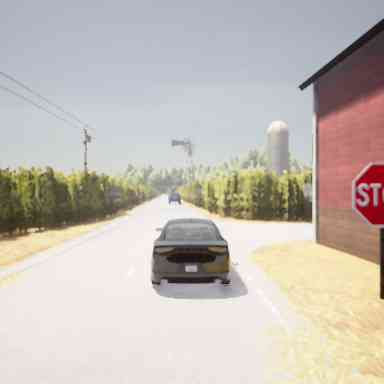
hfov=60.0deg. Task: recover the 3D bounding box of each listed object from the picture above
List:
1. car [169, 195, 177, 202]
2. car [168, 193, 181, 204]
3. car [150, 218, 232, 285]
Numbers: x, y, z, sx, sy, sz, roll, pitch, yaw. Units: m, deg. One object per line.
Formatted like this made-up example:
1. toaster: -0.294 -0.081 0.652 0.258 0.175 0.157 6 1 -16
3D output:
1. car: -4.312 1.390 74.581 1.882 1.535 5.008 0 0 -4
2. car: -3.110 1.152 59.874 2.150 2.045 5.566 0 0 -4
3. car: -0.052 1.466 9.496 1.882 1.535 5.008 0 0 -1
